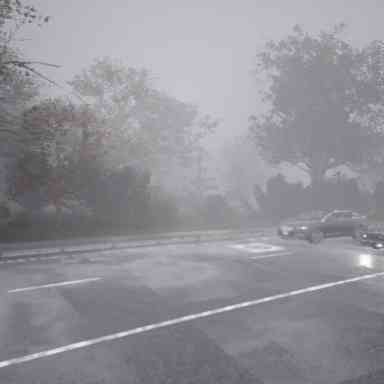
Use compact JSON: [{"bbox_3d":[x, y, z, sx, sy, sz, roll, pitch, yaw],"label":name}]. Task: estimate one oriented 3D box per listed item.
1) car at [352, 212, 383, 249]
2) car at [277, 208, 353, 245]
[{"bbox_3d":[9.270,1.601,13.492,5.357,1.411,2.033,0,0,-28],"label":"car"},{"bbox_3d":[6.275,1.549,15.798,4.902,1.511,2.128,0,0,-28],"label":"car"}]
